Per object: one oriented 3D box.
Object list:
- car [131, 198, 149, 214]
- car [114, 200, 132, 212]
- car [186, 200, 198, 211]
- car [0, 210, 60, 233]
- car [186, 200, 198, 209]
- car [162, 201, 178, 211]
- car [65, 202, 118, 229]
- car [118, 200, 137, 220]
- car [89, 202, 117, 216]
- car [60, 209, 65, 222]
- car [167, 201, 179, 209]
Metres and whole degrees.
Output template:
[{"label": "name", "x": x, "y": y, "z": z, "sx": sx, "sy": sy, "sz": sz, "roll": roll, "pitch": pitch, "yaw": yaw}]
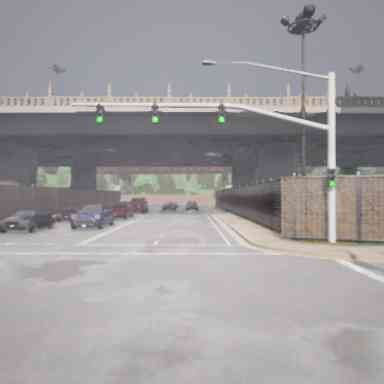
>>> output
[{"label": "car", "x": -7.073, "y": 1.753, "z": 43.921, "sx": 2.150, "sy": 2.045, "sz": 5.566, "roll": 0, "pitch": -1, "yaw": 0}, {"label": "car", "x": -10.545, "y": 2.114, "z": 51.194, "sx": 1.837, "sy": 1.490, "sz": 4.892, "roll": 0, "pitch": 0, "yaw": 1}, {"label": "car", "x": 0.002, "y": 2.218, "z": 51.022, "sx": 1.895, "sy": 1.301, "sz": 4.718, "roll": 0, "pitch": -1, "yaw": 0}, {"label": "car", "x": -10.584, "y": 1.836, "z": 21.601, "sx": 1.994, "sy": 1.385, "sz": 4.181, "roll": 0, "pitch": -1, "yaw": 1}, {"label": "car", "x": 0.003, "y": 2.227, "z": 61.349, "sx": 2.128, "sy": 1.511, "sz": 4.902, "roll": 0, "pitch": -1, "yaw": 0}, {"label": "car", "x": -3.498, "y": 2.220, "z": 51.385, "sx": 1.895, "sy": 1.301, "sz": 4.718, "roll": 0, "pitch": -1, "yaw": 0}, {"label": "car", "x": -7.087, "y": 1.655, "z": 24.046, "sx": 2.097, "sy": 1.767, "sz": 4.553, "roll": 0, "pitch": -1, "yaw": 0}, {"label": "car", "x": -7.084, "y": 1.886, "z": 33.271, "sx": 1.882, "sy": 1.535, "sz": 5.008, "roll": 0, "pitch": -1, "yaw": 0}, {"label": "car", "x": -10.587, "y": 1.975, "z": 39.996, "sx": 2.128, "sy": 1.511, "sz": 4.902, "roll": 0, "pitch": -1, "yaw": 0}, {"label": "car", "x": -10.590, "y": 1.933, "z": 29.984, "sx": 1.994, "sy": 1.385, "sz": 4.181, "roll": 0, "pitch": -1, "yaw": 0}, {"label": "car", "x": -3.498, "y": 2.335, "z": 61.377, "sx": 1.895, "sy": 1.301, "sz": 4.718, "roll": 0, "pitch": -1, "yaw": 0}]
